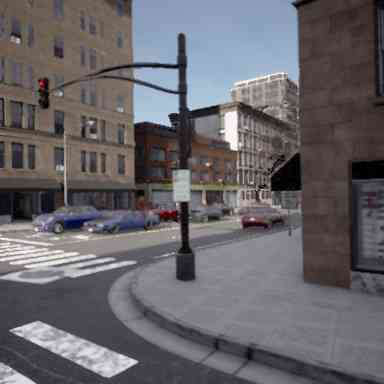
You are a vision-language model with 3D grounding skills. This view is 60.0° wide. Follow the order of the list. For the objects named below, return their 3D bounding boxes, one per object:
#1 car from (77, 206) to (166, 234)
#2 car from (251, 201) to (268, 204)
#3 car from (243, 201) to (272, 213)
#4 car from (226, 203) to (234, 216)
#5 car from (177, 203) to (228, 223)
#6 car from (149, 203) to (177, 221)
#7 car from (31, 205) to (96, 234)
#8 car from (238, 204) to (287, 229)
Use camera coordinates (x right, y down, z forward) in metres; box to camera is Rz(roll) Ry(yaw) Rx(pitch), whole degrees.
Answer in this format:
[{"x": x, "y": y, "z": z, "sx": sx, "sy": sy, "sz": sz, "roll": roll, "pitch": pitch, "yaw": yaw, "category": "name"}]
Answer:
[{"x": -4.398, "y": 1.852, "z": 21.666, "sx": 2.033, "sy": 1.411, "sz": 5.357, "roll": -1, "pitch": -1, "yaw": 36, "category": "car"}, {"x": 7.218, "y": 1.979, "z": 37.701, "sx": 2.033, "sy": 1.411, "sz": 5.357, "roll": -1, "pitch": -1, "yaw": 36, "category": "car"}, {"x": 9.080, "y": 2.023, "z": 45.759, "sx": 1.882, "sy": 1.535, "sz": 5.008, "roll": -1, "pitch": -1, "yaw": 36, "category": "car"}, {"x": 2.909, "y": 1.986, "z": 37.303, "sx": 1.837, "sy": 1.490, "sz": 4.892, "roll": -1, "pitch": -1, "yaw": 36, "category": "car"}, {"x": 0.997, "y": 1.929, "z": 29.116, "sx": 1.994, "sy": 1.385, "sz": 4.181, "roll": -1, "pitch": -1, "yaw": 36, "category": "car"}, {"x": -3.010, "y": 1.769, "z": 29.124, "sx": 2.097, "sy": 1.767, "sz": 4.553, "roll": -1, "pitch": -1, "yaw": 36, "category": "car"}, {"x": -8.147, "y": 1.711, "z": 22.034, "sx": 2.097, "sy": 1.767, "sz": 4.553, "roll": -1, "pitch": -1, "yaw": 36, "category": "car"}, {"x": 5.126, "y": 1.775, "z": 23.396, "sx": 1.994, "sy": 1.385, "sz": 4.181, "roll": -1, "pitch": -1, "yaw": 36, "category": "car"}]
